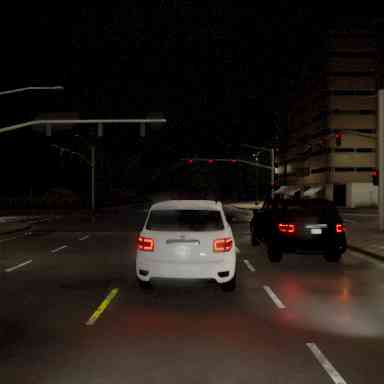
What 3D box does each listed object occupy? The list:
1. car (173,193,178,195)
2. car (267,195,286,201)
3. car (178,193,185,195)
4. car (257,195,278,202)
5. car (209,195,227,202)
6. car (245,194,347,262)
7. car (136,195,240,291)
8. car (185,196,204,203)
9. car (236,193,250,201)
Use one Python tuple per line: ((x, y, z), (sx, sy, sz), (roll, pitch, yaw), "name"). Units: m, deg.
((-3.493, 1.352, 45.712), (2.097, 1.767, 4.553), (0, 0, 1), "car")
((21.885, 1.524, 86.292), (4.674, 1.442, 1.812), (0, 0, -22), "car")
((-2.543, 1.224, 60.115), (2.150, 2.045, 5.566), (0, 0, 11), "car")
((18.243, 1.540, 80.268), (5.357, 1.411, 2.033), (0, 0, -33), "car")
((6.153, 1.500, 78.724), (1.837, 1.490, 4.892), (0, 0, 38), "car")
((3.584, 1.221, 12.222), (2.150, 2.045, 5.566), (0, 0, 0), "car")
((0.021, 1.221, 9.198), (2.150, 2.045, 5.566), (0, 0, 4), "car")
((0.527, 1.540, 70.054), (2.033, 1.411, 5.357), (0, 0, 23), "car")
((13.115, 1.225, 80.779), (5.566, 2.045, 2.150), (0, 0, -41), "car")
